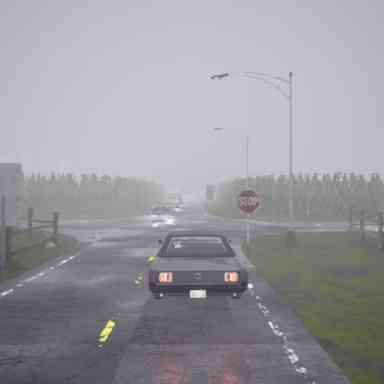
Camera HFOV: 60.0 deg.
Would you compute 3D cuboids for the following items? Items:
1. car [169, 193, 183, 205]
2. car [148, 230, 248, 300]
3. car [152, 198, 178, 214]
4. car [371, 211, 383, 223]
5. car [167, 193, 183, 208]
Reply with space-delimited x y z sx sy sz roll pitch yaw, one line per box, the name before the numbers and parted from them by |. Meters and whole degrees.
car | -2.799 1.185 58.714 2.150 2.045 5.566 0 0 1
car | 0.073 1.600 8.377 1.895 1.301 4.718 0 0 -1
car | -2.988 1.587 35.029 1.895 1.301 4.718 0 0 4
car | 15.250 1.682 23.949 4.181 1.385 1.994 0 -1 0
car | -2.826 1.328 46.892 2.097 1.767 4.553 0 0 0
